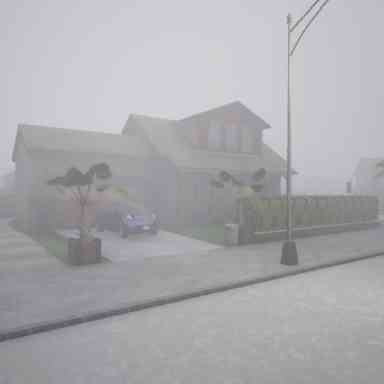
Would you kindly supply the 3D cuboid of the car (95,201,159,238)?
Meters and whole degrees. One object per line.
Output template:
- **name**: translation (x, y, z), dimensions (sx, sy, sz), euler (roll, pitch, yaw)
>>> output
- **car**: translation (-3.024, 1.174, 15.291), dimensions (1.845, 1.501, 3.633), euler (0, 0, -38)
